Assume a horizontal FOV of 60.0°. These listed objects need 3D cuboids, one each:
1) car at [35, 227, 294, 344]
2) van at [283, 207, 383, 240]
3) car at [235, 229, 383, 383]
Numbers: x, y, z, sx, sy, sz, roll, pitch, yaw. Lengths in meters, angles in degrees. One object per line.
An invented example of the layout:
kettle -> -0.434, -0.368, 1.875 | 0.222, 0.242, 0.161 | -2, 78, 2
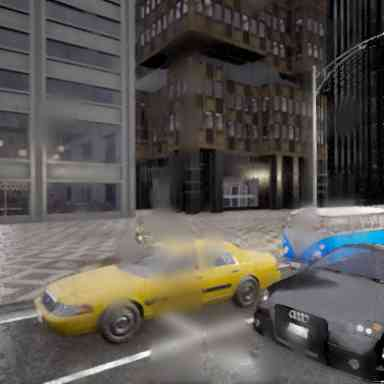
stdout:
car -> -0.337, 1.544, 6.421 | 4.829, 1.417, 1.752 | 0, 0, -36
van -> 4.382, 1.362, 9.813 | 3.998, 1.788, 1.690 | 0, 0, -36
car -> 2.967, 1.575, 5.388 | 4.181, 1.385, 1.994 | 0, 0, -36
